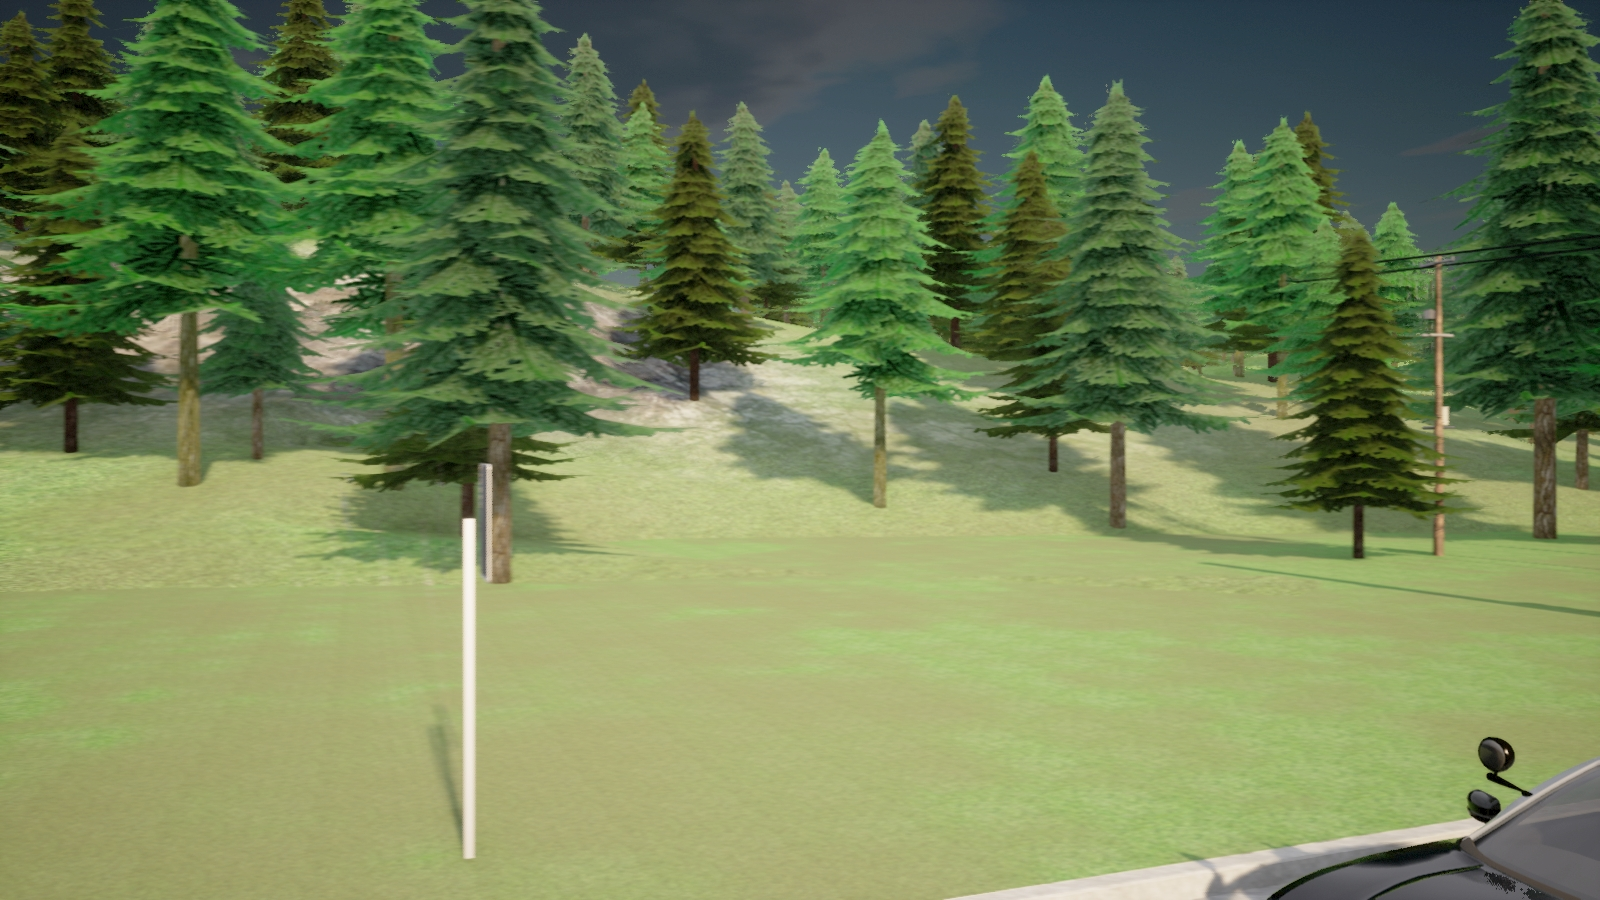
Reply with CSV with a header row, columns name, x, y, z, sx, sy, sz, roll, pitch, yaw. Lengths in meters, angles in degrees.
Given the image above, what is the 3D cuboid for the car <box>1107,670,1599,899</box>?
name,x,y,z,sx,sy,sz,roll,pitch,yaw
car,4.173,1.982,4.910,5.238,1.638,2.097,0,0,-19
